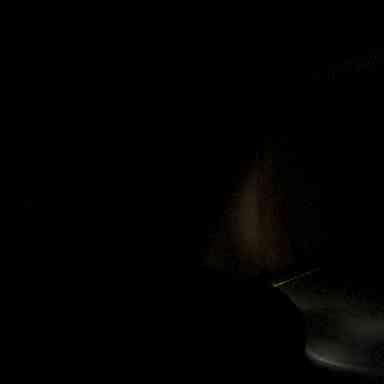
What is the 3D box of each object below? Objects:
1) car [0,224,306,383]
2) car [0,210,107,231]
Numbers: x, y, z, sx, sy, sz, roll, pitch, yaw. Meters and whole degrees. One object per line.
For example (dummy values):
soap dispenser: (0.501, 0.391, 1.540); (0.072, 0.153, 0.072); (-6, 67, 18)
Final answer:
car: (-0.776, 1.360, 3.635); (4.553, 1.767, 2.097); (0, 0, -38)
car: (-5.803, 1.527, 13.120); (5.008, 1.535, 1.882); (-1, 0, -41)
